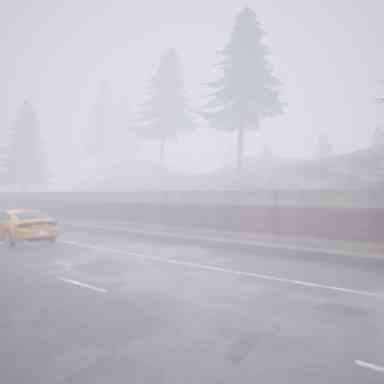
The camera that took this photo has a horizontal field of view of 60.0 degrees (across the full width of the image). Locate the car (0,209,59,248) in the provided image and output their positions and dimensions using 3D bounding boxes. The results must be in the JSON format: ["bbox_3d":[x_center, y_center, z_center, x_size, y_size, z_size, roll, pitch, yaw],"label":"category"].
[{"bbox_3d":[-7.991,1.535,15.300,5.008,1.535,1.882,0,0,42],"label":"car"}]
